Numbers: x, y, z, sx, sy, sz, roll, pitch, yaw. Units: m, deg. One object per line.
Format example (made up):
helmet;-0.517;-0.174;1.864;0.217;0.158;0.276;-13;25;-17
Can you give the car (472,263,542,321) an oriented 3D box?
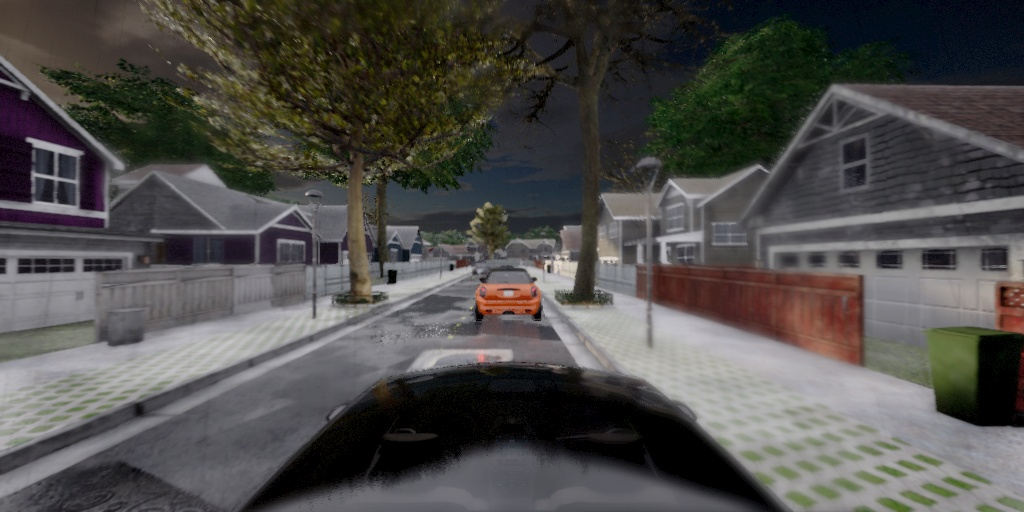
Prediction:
car;-0.136;1.174;12.989;2.097;1.767;4.553;0;0;-1

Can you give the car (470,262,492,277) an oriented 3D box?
car;-3.507;1.513;40.946;2.128;1.511;4.902;0;0;-1
